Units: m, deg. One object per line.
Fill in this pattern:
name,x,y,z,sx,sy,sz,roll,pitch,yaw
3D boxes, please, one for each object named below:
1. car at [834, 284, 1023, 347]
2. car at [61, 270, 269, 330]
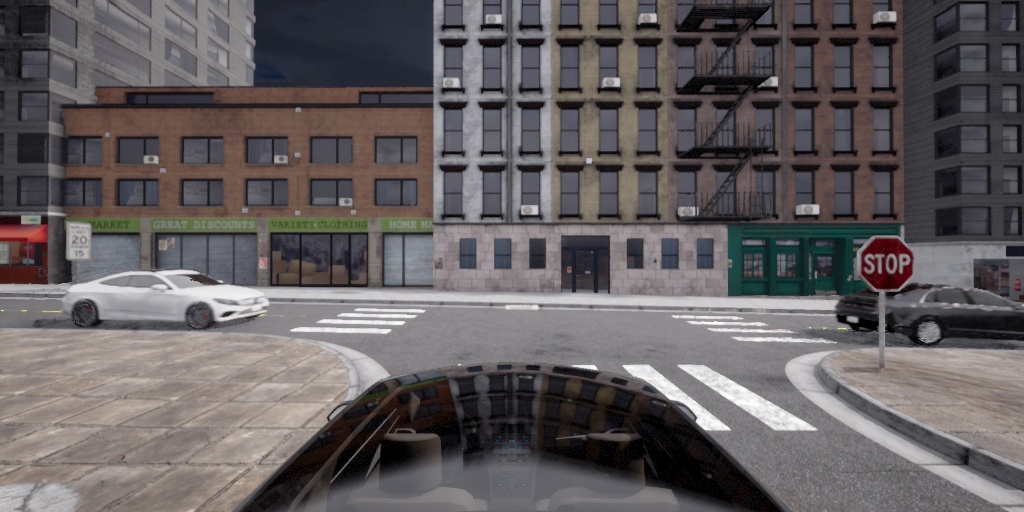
car,11.619,1.528,9.672,4.892,1.490,1.837,1,0,0
car,-9.282,1.106,9.775,4.674,1.442,1.812,1,0,0
